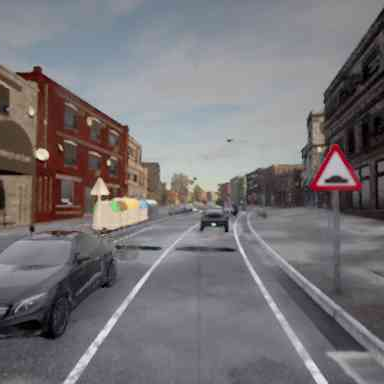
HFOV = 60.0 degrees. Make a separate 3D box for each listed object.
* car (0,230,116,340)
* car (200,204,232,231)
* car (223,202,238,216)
[{"bbox_3d":[-2.881,1.567,6.789,1.812,1.442,4.674,0,-1,2],"label":"car"},{"bbox_3d":[1.645,1.813,23.146,1.837,1.490,4.892,0,-1,7],"label":"car"},{"bbox_3d":[4.646,2.047,41.301,2.033,1.649,4.856,0,-1,11],"label":"car"}]
